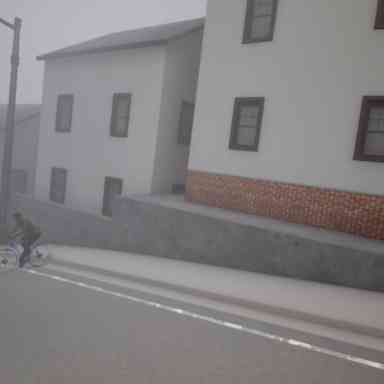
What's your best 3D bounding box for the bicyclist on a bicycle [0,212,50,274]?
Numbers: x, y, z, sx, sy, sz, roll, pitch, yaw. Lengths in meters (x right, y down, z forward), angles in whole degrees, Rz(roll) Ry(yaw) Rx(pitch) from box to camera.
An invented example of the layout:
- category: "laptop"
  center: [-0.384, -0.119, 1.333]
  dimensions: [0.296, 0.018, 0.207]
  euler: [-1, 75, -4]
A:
- category: "bicyclist on a bicycle"
  center: [-4.698, 1.382, 9.225]
  dimensions: [0.582, 1.620, 1.656]
  euler: [1, 0, 36]
